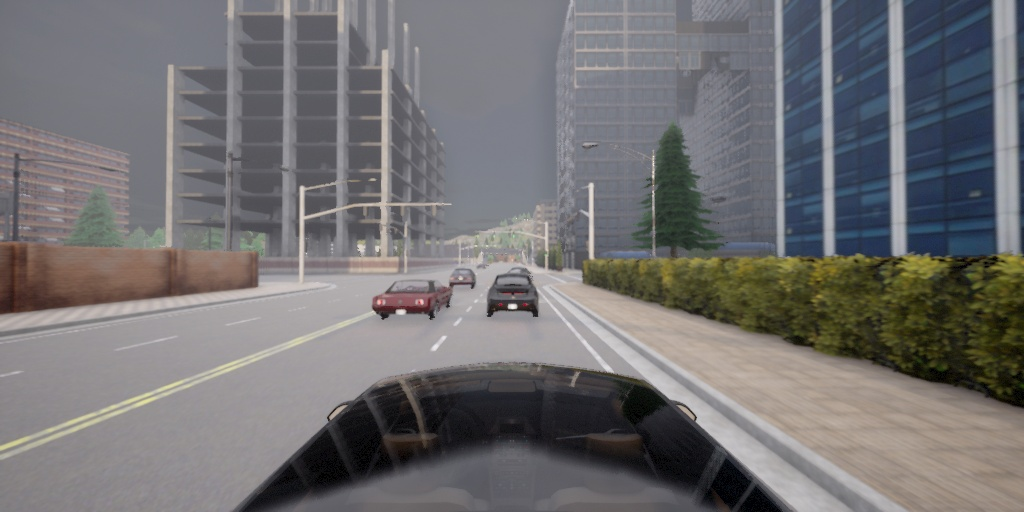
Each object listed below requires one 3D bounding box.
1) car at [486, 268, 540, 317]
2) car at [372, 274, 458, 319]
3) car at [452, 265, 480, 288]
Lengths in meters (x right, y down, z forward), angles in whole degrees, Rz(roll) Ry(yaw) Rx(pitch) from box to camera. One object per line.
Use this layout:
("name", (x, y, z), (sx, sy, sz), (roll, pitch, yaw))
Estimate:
("car", (0.045, 1.420, 14.112), (1.837, 1.490, 4.892), (0, 0, 1))
("car", (-3.461, 1.507, 13.478), (1.895, 1.301, 4.718), (0, -1, 1))
("car", (-3.659, 1.631, 26.916), (2.033, 1.411, 5.357), (0, -1, -4))
